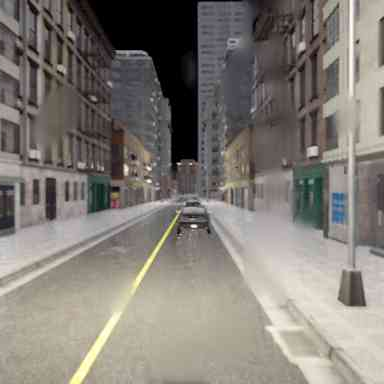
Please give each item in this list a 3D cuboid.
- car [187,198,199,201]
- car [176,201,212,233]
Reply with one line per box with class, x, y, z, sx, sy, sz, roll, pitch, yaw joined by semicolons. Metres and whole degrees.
car;0.112;1.518;39.541;1.837;1.490;4.892;0;0;0
car;0.107;1.507;19.483;1.837;1.490;4.892;0;0;0
